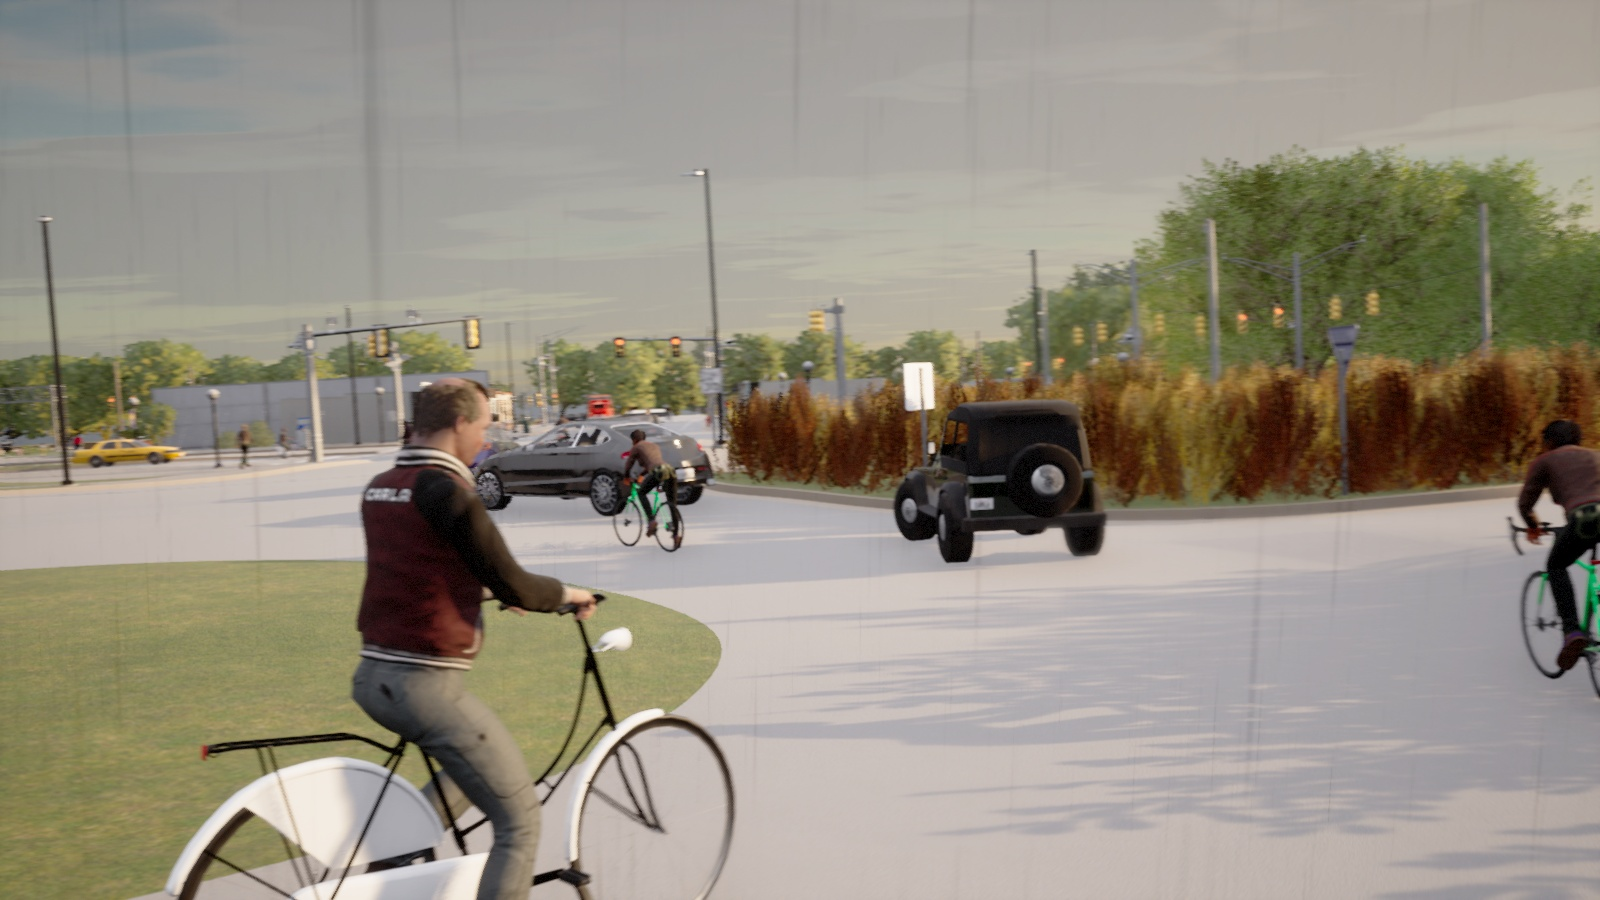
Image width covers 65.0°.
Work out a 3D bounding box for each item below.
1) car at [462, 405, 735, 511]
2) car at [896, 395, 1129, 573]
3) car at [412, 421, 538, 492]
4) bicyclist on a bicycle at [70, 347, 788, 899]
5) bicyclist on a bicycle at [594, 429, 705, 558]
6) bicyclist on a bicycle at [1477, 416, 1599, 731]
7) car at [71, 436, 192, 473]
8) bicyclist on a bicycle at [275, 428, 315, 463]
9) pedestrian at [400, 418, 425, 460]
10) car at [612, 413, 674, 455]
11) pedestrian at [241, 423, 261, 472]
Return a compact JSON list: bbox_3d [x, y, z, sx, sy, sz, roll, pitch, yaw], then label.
[{"bbox_3d":[-3.814,0.107,23.278,5.027,1.651,2.152,0,5,41],"label":"car"},{"bbox_3d":[2.514,0.294,15.845,1.905,1.878,3.866,-3,3,-5],"label":"car"},{"bbox_3d":[-8.332,0.098,32.666,2.163,1.488,4.792,-4,2,-3],"label":"car"},{"bbox_3d":[-0.927,0.686,3.541,1.843,1.776,0.659,1,-2,-45],"label":"bicyclist on a bicycle"},{"bbox_3d":[-2.044,0.549,16.865,0.582,1.620,1.656,-4,4,-41],"label":"bicyclist on a bicycle"},{"bbox_3d":[4.523,0.621,7.270,0.582,1.620,1.656,-2,1,12],"label":"bicyclist on a bicycle"},{"bbox_3d":[-35.840,0.203,67.463,5.366,1.575,1.801,-4,3,-8],"label":"car"},{"bbox_3d":[-27.547,-0.265,68.561,1.843,1.776,0.659,-3,3,-9],"label":"bicyclist on a bicycle"},{"bbox_3d":[-17.696,-0.491,57.367,0.899,1.844,0.634,-4,3,-8],"label":"pedestrian"},{"bbox_3d":[-5.637,-0.630,45.647,1.895,1.301,4.718,-4,2,-4],"label":"car"},{"bbox_3d":[-21.503,-0.103,49.211,0.331,1.846,0.634,-3,3,5],"label":"pedestrian"}]
